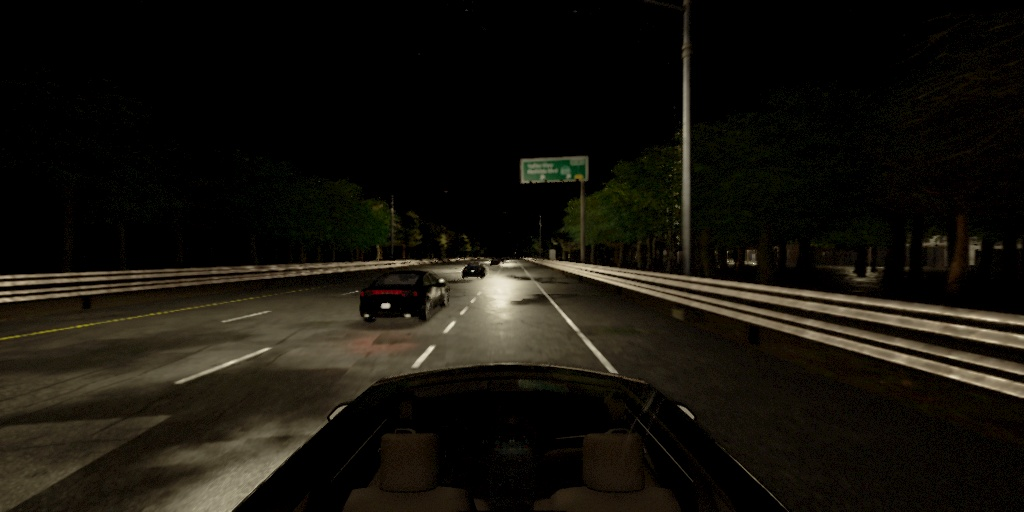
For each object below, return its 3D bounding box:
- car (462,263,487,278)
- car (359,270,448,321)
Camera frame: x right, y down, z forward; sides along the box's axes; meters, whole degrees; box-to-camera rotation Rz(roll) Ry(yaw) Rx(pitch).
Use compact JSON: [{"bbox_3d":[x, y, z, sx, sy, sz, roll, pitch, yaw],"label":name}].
[{"bbox_3d":[-3.471,1.304,33.540,1.994,1.385,4.181,0,0,0],"label":"car"},{"bbox_3d":[-3.498,1.227,12.406,1.882,1.535,5.008,0,0,0],"label":"car"}]
